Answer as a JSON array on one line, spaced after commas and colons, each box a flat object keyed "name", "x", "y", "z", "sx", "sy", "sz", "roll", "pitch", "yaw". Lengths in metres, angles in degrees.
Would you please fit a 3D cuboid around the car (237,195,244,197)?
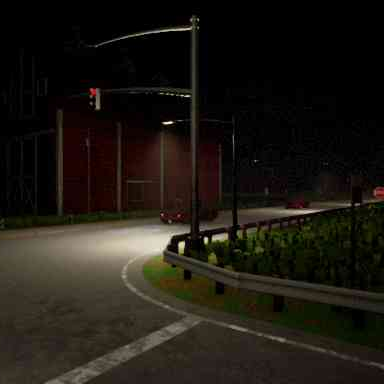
[{"name": "car", "x": 12.763, "y": 1.544, "z": 89.212, "sx": 1.784, "sy": 1.438, "sz": 3.905, "roll": 0, "pitch": 0, "yaw": 36}]

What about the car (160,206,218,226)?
[{"name": "car", "x": -0.142, "y": 1.626, "z": 23.717, "sx": 1.895, "sy": 1.301, "sz": 4.718, "roll": 0, "pitch": 0, "yaw": 37}]

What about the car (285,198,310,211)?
[{"name": "car", "x": 13.300, "y": 1.503, "z": 41.767, "sx": 1.882, "sy": 1.535, "sz": 5.008, "roll": 0, "pitch": 0, "yaw": 37}]

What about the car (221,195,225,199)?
[{"name": "car", "x": 6.181, "y": 1.529, "z": 78.094, "sx": 1.816, "sy": 1.474, "sz": 4.193, "roll": 0, "pitch": 0, "yaw": 36}]
